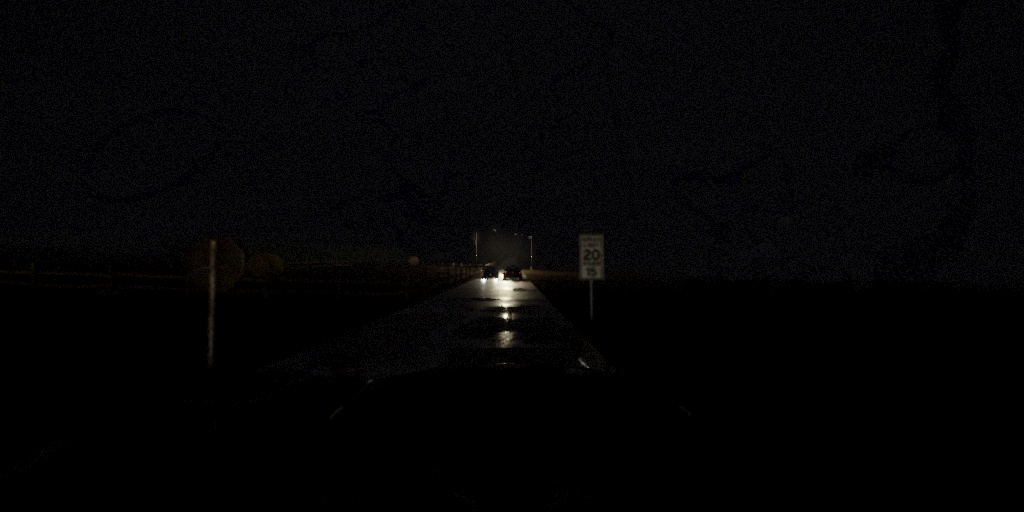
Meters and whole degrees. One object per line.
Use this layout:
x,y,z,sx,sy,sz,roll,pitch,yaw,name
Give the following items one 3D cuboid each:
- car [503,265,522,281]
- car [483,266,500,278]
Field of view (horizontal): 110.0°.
0.099,1.836,40.567,2.097,1.767,4.553,0,-1,0,car
-2.637,2.047,46.047,1.837,1.490,4.892,0,-1,0,car
